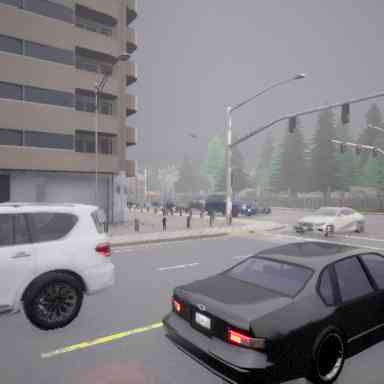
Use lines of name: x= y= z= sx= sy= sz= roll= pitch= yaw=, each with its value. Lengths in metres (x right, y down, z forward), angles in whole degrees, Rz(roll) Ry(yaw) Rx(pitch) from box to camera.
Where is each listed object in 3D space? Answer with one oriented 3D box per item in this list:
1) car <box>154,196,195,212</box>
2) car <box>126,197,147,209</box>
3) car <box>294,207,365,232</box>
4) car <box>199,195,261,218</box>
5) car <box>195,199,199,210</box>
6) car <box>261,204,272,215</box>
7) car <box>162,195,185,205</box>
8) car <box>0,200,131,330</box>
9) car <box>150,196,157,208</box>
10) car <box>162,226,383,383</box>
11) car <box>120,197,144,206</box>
car: x=-2.140 y=1.560 z=39.366 sx=1.837 sy=1.490 sz=4.892 roll=0 pitch=0 yaw=-36
car: x=-8.218 y=1.560 z=47.820 sx=1.837 sy=1.490 sz=4.892 roll=0 pitch=0 yaw=-36
car: x=7.522 y=1.526 z=17.923 sx=4.674 sy=1.442 sz=1.812 roll=0 pitch=0 yaw=-36
car: x=3.453 y=1.277 z=31.597 sx=2.150 sy=2.045 sz=5.566 roll=0 pitch=0 yaw=-36
car: x=1.044 y=1.581 z=40.950 sx=1.812 sy=1.442 sz=4.674 roll=0 pitch=0 yaw=-36
car: x=6.075 y=1.619 z=33.947 sx=1.994 sy=1.385 sz=4.181 roll=0 pitch=0 yaw=-36
car: x=-3.320 y=1.407 z=59.314 sx=2.097 sy=1.767 sz=4.553 roll=0 pitch=0 yaw=-36
car: x=-4.066 y=1.221 z=5.390 sx=5.566 sy=2.045 sz=2.150 roll=0 pitch=0 yaw=-35
car: x=-4.197 y=1.407 z=48.225 sx=2.097 sy=1.767 sz=4.553 roll=0 pitch=0 yaw=-36
car: x=2.180 y=1.547 z=5.334 sx=5.357 sy=1.411 sz=2.033 roll=0 pitch=0 yaw=-35
car: x=-10.372 y=1.603 z=56.868 sx=2.033 sy=1.411 sz=5.357 roll=0 pitch=0 yaw=-35
